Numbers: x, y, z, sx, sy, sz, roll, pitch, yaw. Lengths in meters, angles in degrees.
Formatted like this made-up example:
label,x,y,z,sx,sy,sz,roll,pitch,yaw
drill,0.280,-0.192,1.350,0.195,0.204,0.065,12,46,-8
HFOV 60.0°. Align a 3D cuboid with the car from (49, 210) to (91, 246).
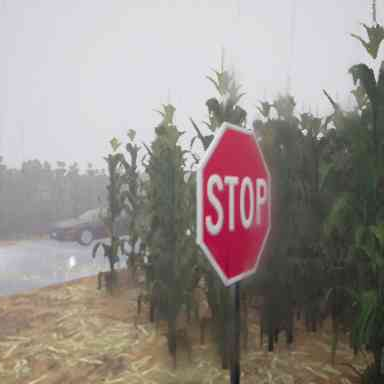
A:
label,x,y,z,sx,sy,sz,roll,pitch,yaw
car,-4.197,1.480,15.734,1.882,1.535,5.008,0,0,36
